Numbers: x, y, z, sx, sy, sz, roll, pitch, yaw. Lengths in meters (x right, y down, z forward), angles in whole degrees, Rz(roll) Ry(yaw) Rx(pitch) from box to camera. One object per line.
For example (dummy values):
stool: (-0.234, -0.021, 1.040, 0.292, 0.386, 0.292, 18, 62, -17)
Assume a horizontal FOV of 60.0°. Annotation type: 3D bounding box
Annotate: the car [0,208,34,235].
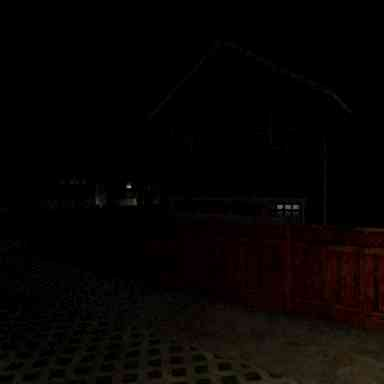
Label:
car: (-10.547, 1.663, 19.862, 1.812, 1.442, 4.674, 0, -1, 15)
